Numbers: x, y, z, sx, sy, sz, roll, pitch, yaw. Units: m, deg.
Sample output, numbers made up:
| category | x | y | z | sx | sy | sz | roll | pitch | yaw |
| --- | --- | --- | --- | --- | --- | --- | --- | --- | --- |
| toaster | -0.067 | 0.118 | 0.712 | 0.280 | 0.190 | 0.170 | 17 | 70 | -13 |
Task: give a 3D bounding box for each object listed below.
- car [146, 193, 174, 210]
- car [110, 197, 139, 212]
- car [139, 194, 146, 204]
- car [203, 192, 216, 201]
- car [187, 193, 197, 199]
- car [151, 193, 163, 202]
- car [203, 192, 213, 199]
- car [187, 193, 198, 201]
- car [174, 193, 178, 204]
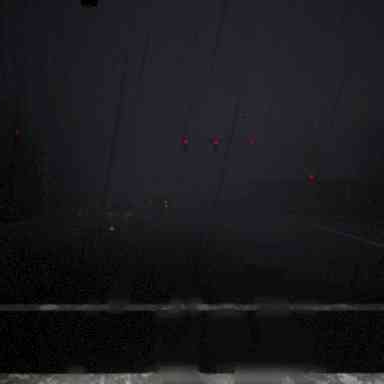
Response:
| category | x | y | z | sx | sy | sz | roll | pitch | yaw |
| --- | --- | --- | --- | --- | --- | --- | --- | --- | --- |
| car | -3.583 | 1.073 | 38.104 | 2.097 | 1.767 | 4.553 | 0 | 0 | 0 |
| car | -7.088 | 1.274 | 34.436 | 1.812 | 1.442 | 4.674 | 0 | 1 | 0 |
| car | -7.068 | 1.109 | 50.289 | 1.882 | 1.535 | 5.008 | 0 | 0 | 0 |
| car | 3.509 | 0.877 | 64.854 | 2.097 | 1.767 | 4.553 | 0 | 0 | 0 |
| car | 0.011 | 0.864 | 74.994 | 1.994 | 1.385 | 4.181 | 0 | 0 | 0 |
| car | -6.995 | 1.002 | 66.355 | 1.837 | 1.490 | 4.892 | 0 | 2 | 0 |
| car | 3.511 | 0.837 | 74.993 | 2.128 | 1.511 | 4.902 | 0 | 0 | 0 |
| car | 0.009 | 1.030 | 64.885 | 1.837 | 1.490 | 4.892 | 0 | 0 | 0 |
| car | -3.573 | 1.200 | 49.575 | 1.994 | 1.385 | 4.181 | 0 | 0 | 0 |
